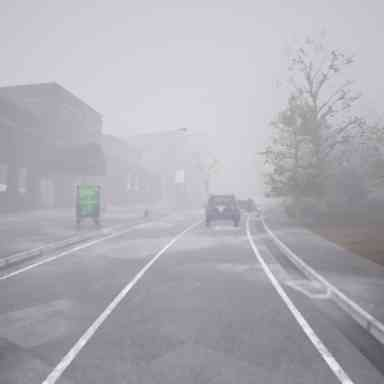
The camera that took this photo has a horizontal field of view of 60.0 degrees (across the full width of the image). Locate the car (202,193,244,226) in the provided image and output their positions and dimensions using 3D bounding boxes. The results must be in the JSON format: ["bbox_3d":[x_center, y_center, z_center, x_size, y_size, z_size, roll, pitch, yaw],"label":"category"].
[{"bbox_3d":[2.238,1.169,23.141,2.150,2.045,5.566,-1,0,10],"label":"car"}]

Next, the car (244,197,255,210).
[{"bbox_3d":[6.568,1.349,40.999,1.882,1.535,5.008,-2,0,17],"label":"car"}]

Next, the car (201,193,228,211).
[{"bbox_3d":[2.961,1.190,41.999,2.150,2.045,5.566,-2,0,17],"label":"car"}]
